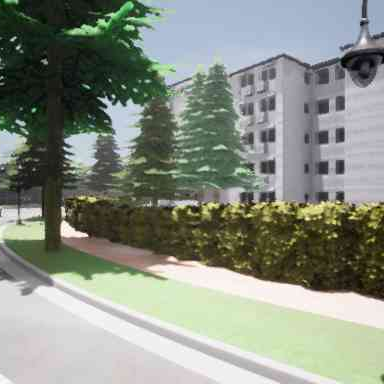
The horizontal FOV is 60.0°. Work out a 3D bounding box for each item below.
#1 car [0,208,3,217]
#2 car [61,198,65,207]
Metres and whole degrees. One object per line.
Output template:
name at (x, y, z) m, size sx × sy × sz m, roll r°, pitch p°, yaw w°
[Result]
car at (-18.298, 1.627, 29.211) m, size 1.812 × 1.442 × 4.674 m, roll 0°, pitch 0°, yaw -11°
car at (-22.763, 1.739, 55.669) m, size 2.128 × 1.511 × 4.902 m, roll 0°, pitch 0°, yaw 1°
